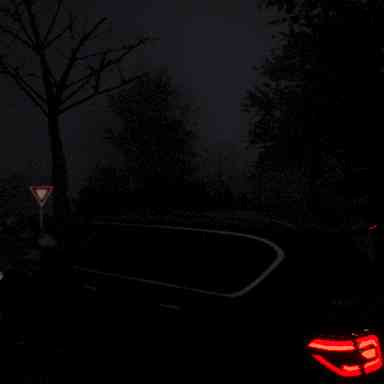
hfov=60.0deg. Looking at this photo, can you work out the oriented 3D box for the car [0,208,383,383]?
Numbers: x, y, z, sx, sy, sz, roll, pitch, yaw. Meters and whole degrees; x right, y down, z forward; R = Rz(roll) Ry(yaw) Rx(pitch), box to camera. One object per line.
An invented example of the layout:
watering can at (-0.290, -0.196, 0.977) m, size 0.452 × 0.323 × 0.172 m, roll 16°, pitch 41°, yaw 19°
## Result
car at (-0.386, 1.228, 4.327) m, size 5.566 × 2.045 × 2.150 m, roll 0°, pitch 0°, yaw 39°
